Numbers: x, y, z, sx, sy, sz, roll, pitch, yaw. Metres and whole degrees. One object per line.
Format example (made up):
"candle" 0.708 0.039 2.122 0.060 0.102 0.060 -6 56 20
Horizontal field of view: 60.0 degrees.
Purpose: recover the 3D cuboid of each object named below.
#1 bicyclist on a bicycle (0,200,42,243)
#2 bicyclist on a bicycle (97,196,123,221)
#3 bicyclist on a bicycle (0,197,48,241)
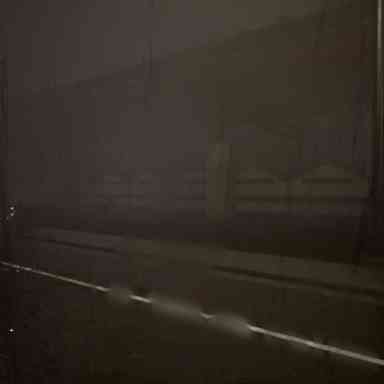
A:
"bicyclist on a bicycle" -7.364 1.236 14.033 0.582 1.620 1.656 4 10 44
"bicyclist on a bicycle" -5.347 1.077 21.643 1.656 1.620 0.582 0 1 -11
"bicyclist on a bicycle" -7.356 1.152 14.652 0.582 1.620 1.656 -5 5 23
